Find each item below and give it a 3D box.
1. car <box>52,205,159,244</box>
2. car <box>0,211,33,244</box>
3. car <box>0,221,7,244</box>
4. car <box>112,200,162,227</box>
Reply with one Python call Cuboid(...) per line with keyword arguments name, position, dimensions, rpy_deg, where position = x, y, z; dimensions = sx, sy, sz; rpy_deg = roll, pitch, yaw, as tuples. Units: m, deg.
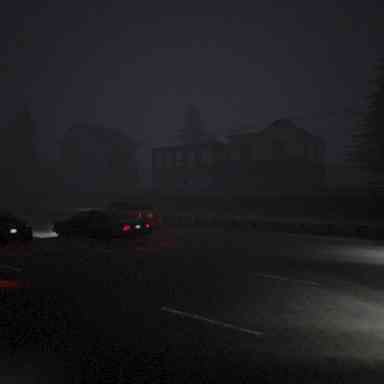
Cuboid(name="car", position=(-4.349, 1.535, 15.691), dimensions=(5.357, 1.411, 2.033), rpy_deg=(0, 0, 35))
Cuboid(name="car", position=(-8.840, 1.548, 14.592), dimensions=(4.181, 1.385, 1.994), rpy_deg=(0, 0, 35))
Cuboid(name="car", position=(-7.735, 1.536, 9.507), dimensions=(5.357, 1.411, 2.033), rpy_deg=(0, 0, 35))
Cuboid(name="car", position=(-4.040, 1.337, 19.768), dimensions=(4.553, 1.767, 2.097), rpy_deg=(0, 0, 35))
